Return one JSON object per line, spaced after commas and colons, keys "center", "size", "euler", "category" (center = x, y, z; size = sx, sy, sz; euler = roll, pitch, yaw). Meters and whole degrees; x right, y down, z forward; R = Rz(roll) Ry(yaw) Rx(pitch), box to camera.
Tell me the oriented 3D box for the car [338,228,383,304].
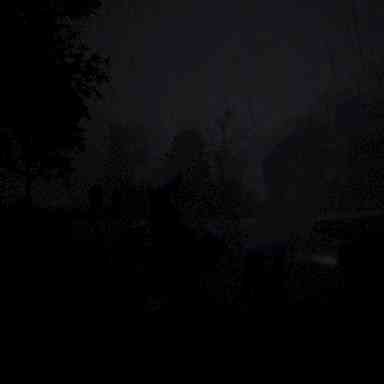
{"center": [4.974, 1.587, 7.993], "size": [1.812, 1.442, 4.674], "euler": [0, 0, 11], "category": "car"}
